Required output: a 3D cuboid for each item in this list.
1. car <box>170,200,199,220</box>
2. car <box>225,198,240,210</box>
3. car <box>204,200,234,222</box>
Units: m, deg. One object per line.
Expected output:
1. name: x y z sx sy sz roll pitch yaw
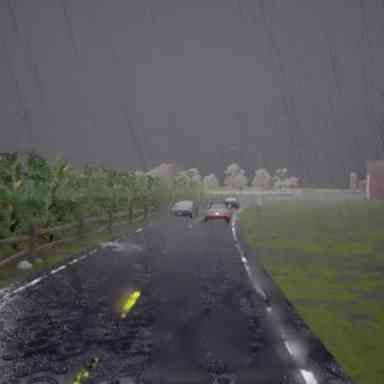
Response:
1. car: -0.576 1.465 28.754 1.882 1.535 5.008 0 0 9
2. car: 5.250 1.463 43.752 1.882 1.535 5.008 0 0 13
3. car: 2.108 1.565 26.589 1.994 1.385 4.181 0 0 8
